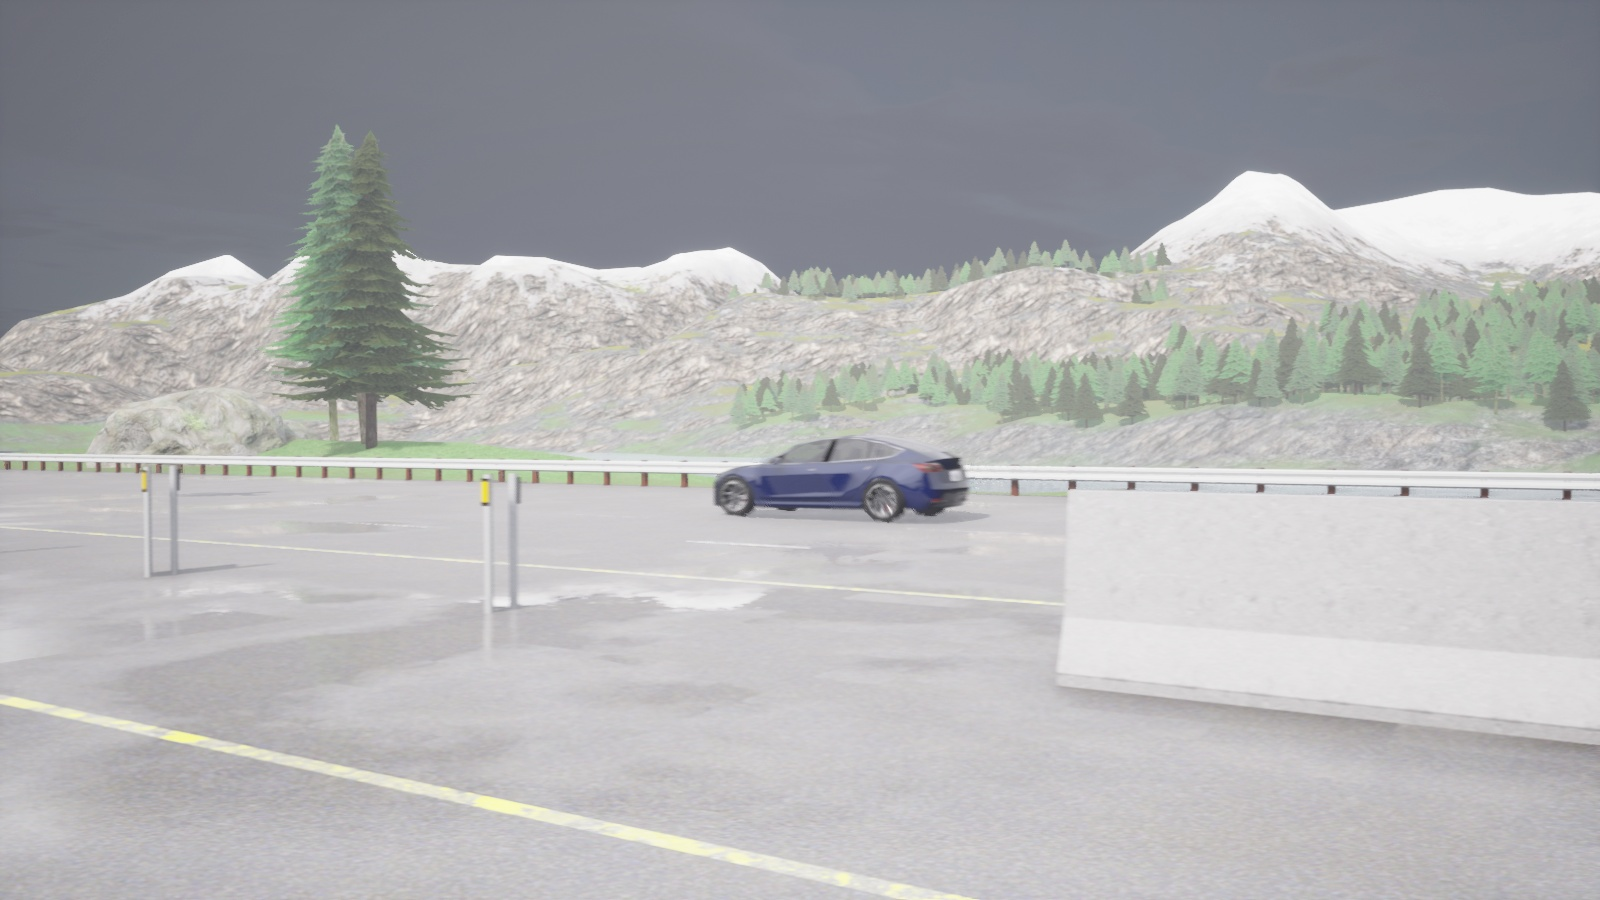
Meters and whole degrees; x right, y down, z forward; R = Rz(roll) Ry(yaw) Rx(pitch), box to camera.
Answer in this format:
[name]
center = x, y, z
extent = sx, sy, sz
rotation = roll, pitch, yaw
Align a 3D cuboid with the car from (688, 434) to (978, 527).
[car]
center = 0.558, 0.467, 22.660
extent = 4.792, 1.488, 2.163
rotation = 1, 1, 32
